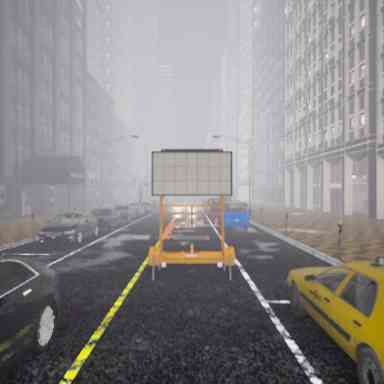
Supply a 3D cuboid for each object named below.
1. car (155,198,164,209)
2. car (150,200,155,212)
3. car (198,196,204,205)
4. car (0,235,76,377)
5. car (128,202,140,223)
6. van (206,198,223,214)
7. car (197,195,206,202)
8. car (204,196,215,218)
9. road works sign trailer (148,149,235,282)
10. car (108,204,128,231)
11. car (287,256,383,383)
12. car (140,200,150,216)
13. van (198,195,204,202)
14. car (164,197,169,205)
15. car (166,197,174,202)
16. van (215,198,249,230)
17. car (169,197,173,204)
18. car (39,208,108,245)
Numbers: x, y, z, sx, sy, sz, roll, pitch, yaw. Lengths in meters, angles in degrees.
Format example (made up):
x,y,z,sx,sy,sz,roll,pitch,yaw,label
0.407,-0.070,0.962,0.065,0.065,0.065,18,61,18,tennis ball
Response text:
x,y,z,sx,sy,sz,roll,pitch,yaw,label
-5.787,1.838,50.004,2.008,1.369,4.403,-1,0,0,car
-5.766,1.804,38.637,1.802,1.307,4.206,-1,0,0,car
2.574,1.903,61.386,2.008,1.369,4.403,-1,0,0,car
-3.006,1.525,3.417,1.837,1.490,4.892,0,0,0,car
-5.746,1.701,27.270,1.887,1.381,4.507,-1,0,0,car
2.612,1.563,38.653,1.690,1.788,3.998,-1,0,0,van
2.522,1.827,89.806,2.192,1.841,5.009,-1,0,0,car
2.622,1.505,32.970,2.192,1.841,5.009,-1,0,0,car
-0.003,0.522,9.969,2.380,3.560,2.880,0,0,0,road works sign trailer
-5.736,1.690,21.587,1.947,1.339,4.313,-1,0,0,car
2.674,1.553,4.721,1.752,1.417,4.829,-1,0,0,car
-5.757,1.740,32.954,2.008,1.369,4.403,-1,0,0,car
2.512,1.885,95.489,1.690,1.788,3.998,-1,0,0,van
-5.806,1.902,61.371,2.008,1.369,4.403,-1,0,0,car
-5.856,2.036,89.620,1.752,1.417,4.829,-1,0,0,car
2.642,1.466,21.603,1.690,1.788,3.998,-1,0,0,van
-5.826,1.998,72.738,1.802,1.307,4.206,-1,0,0,car
-5.727,1.642,15.903,2.008,1.369,4.403,-1,0,0,car
